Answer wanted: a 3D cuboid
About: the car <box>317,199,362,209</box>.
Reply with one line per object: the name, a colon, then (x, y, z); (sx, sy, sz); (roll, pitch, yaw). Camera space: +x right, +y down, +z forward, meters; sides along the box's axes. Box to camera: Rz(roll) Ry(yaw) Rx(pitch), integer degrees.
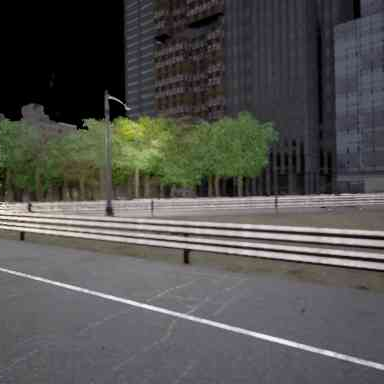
car: (14.795, 1.006, 33.405); (4.181, 1.385, 1.994); (-1, -1, -6)
